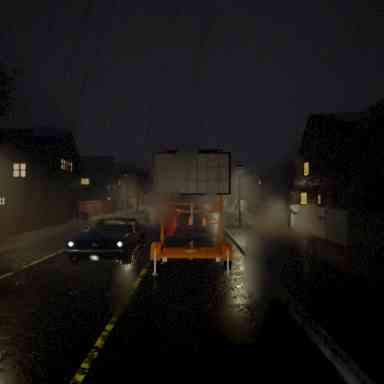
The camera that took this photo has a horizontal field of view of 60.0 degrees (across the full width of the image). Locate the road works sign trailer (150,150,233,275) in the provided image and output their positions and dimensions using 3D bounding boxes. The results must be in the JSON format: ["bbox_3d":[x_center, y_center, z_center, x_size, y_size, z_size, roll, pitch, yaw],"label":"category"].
[{"bbox_3d":[-0.003,0.484,10.454,2.380,3.560,2.880,0,0,1],"label":"road works sign trailer"}]

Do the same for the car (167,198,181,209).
[{"bbox_3d":[-2.745,1.727,50.506,1.882,1.535,5.008,0,0,0],"label":"car"}]

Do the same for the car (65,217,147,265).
[{"bbox_3d":[-2.849,1.624,11.944,1.895,1.301,4.718,0,0,0],"label":"car"}]
